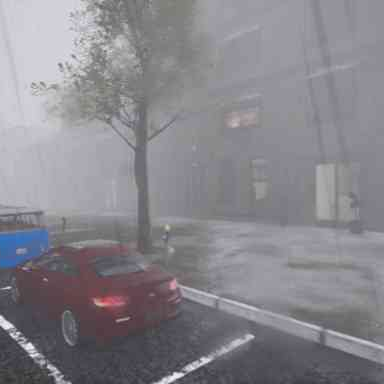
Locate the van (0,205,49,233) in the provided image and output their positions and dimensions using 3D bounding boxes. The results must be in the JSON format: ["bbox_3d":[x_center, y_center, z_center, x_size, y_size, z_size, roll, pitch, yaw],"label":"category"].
[{"bbox_3d":[-5.742,1.328,10.079,1.690,1.788,3.998,-3,2,-43],"label":"van"}]

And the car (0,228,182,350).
[{"bbox_3d":[-1.935,1.534,6.041,1.802,1.307,4.206,-3,2,-43],"label":"car"}]
